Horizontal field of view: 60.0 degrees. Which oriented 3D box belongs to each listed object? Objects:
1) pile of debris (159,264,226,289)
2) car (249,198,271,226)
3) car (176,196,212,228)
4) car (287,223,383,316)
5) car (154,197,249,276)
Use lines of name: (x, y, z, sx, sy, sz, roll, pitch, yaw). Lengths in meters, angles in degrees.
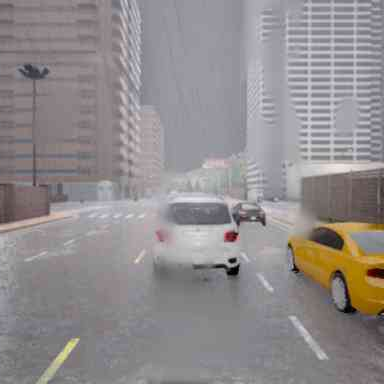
pile of debris: (0.011, 2.114, 8.461, 1.500, 0.140, 1.860, 0, 0, 0)
car: (3.628, 1.370, 21.907, 1.812, 1.442, 4.674, 0, 0, 0)
car: (0.134, 1.196, 21.818, 2.097, 1.767, 4.553, 0, 0, 0)
car: (3.619, 1.423, 7.517, 1.882, 1.535, 5.008, 0, 1, 0)
car: (0.119, 1.149, 10.223, 2.150, 2.045, 5.566, 0, 1, 0)
